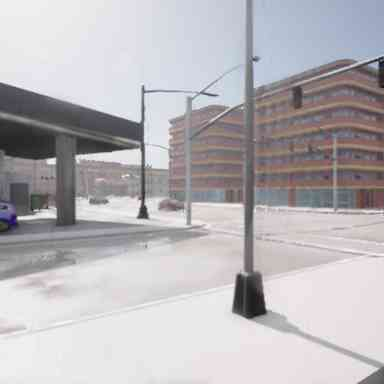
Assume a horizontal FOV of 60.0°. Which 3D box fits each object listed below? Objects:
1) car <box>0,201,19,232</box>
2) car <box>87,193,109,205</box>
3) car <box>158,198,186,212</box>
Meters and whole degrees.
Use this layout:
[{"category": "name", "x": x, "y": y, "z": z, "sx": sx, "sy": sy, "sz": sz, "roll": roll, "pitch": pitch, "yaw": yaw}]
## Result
[{"category": "car", "x": -11.612, "y": 1.297, "z": 17.340, "sx": 4.611, "sy": 1.667, "sz": 2.242, "roll": 0, "pitch": 0, "yaw": -35}, {"category": "car", "x": -16.108, "y": 1.302, "z": 57.831, "sx": 2.097, "sy": 1.767, "sz": 4.553, "roll": 0, "pitch": 0, "yaw": -36}, {"category": "car", "x": -2.261, "y": 1.472, "z": 38.755, "sx": 1.812, "sy": 1.442, "sz": 4.674, "roll": 0, "pitch": 0, "yaw": -36}]
